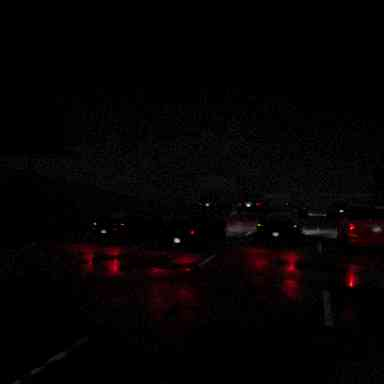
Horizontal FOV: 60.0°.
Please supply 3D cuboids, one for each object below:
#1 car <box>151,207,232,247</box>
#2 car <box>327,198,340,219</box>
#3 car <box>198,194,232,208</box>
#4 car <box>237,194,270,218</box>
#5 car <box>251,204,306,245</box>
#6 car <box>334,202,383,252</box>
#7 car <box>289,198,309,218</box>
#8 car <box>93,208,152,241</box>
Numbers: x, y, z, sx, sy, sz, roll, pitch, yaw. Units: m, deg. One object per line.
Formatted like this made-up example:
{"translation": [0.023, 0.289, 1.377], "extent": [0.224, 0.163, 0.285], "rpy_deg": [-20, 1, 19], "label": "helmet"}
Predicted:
{"translation": [0.212, 1.571, 14.909], "extent": [1.895, 1.301, 4.718], "rpy_deg": [0, 0, 21], "label": "car"}
{"translation": [12.607, 1.503, 28.318], "extent": [1.994, 1.385, 4.181], "rpy_deg": [0, 0, 21], "label": "car"}
{"translation": [2.170, 1.162, 30.609], "extent": [2.150, 2.045, 5.566], "rpy_deg": [0, 0, 19], "label": "car"}
{"translation": [5.514, 1.163, 29.341], "extent": [2.150, 2.045, 5.566], "rpy_deg": [0, 0, 21], "label": "car"}
{"translation": [4.187, 1.493, 15.552], "extent": [1.812, 1.442, 4.674], "rpy_deg": [0, 0, 20], "label": "car"}
{"translation": [7.174, 1.321, 13.546], "extent": [2.097, 1.767, 4.553], "rpy_deg": [0, 0, 20], "label": "car"}
{"translation": [9.392, 1.501, 29.717], "extent": [1.994, 1.385, 4.181], "rpy_deg": [0, 0, 21], "label": "car"}
{"translation": [-2.967, 1.494, 16.408], "extent": [1.812, 1.442, 4.674], "rpy_deg": [0, 0, 21], "label": "car"}
